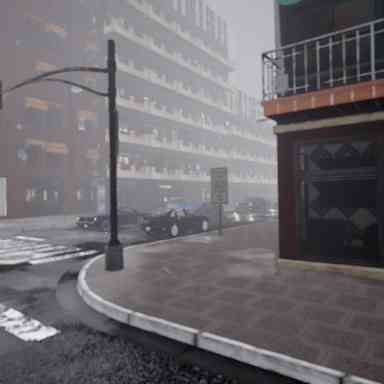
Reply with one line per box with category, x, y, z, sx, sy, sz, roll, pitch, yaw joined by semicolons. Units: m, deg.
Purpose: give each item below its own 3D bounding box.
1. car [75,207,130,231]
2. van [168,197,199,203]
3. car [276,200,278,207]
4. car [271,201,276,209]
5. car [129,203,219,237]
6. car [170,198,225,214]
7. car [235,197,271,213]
car;-4.794;1.602;20.610;1.895;1.301;4.718;-1;-1;33
van;-0.666;1.370;30.618;1.690;1.788;3.998;-1;-1;36
car;12.492;1.416;44.670;1.882;1.535;5.008;-2;-1;36
car;9.065;1.436;44.206;1.967;1.590;4.097;-1;-1;36
car;-0.741;1.438;16.973;2.008;1.369;4.403;-1;-1;36
car;0.834;1.526;28.476;2.033;1.411;5.357;-1;-1;35
car;6.508;1.311;36.413;2.097;1.767;4.553;-1;-1;35
